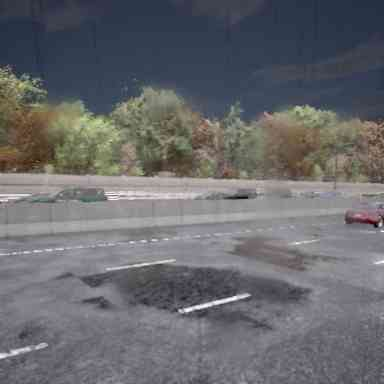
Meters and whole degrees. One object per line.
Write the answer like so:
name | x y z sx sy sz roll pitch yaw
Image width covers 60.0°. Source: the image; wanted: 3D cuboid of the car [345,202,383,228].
car | 11.203 1.318 20.301 4.181 1.385 1.994 0 1 -35

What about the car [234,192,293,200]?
car | 6.474 0.987 29.900 5.008 1.535 1.882 0 1 -35

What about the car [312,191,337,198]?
car | 20.009 0.698 47.848 4.553 1.767 2.097 0 1 -35

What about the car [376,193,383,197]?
car | 24.963 0.859 42.767 4.553 1.767 2.097 0 1 -35

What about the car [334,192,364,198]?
car | 21.583 0.953 44.686 4.674 1.442 1.812 0 1 -35

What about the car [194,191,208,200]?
car | 2.456 0.619 39.874 4.553 1.767 2.097 0 1 -35

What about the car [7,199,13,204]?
car | -13.401 0.796 28.799 4.674 1.442 1.812 0 1 -35

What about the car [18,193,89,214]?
car | -10.891 0.856 26.279 4.892 1.490 1.837 0 1 -35

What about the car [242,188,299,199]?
car | 8.461 0.654 35.524 5.566 2.045 2.150 1 1 -35

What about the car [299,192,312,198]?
car | 18.080 0.760 50.764 4.902 1.511 2.128 0 1 -35

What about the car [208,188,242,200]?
car | 4.971 0.572 37.358 5.566 2.045 2.150 0 1 -35

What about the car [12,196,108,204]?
car | -7.824 1.113 19.891 4.718 1.301 1.895 0 1 -35

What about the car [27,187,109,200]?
car | -8.688 0.652 23.542 5.566 2.045 2.150 0 1 -35
